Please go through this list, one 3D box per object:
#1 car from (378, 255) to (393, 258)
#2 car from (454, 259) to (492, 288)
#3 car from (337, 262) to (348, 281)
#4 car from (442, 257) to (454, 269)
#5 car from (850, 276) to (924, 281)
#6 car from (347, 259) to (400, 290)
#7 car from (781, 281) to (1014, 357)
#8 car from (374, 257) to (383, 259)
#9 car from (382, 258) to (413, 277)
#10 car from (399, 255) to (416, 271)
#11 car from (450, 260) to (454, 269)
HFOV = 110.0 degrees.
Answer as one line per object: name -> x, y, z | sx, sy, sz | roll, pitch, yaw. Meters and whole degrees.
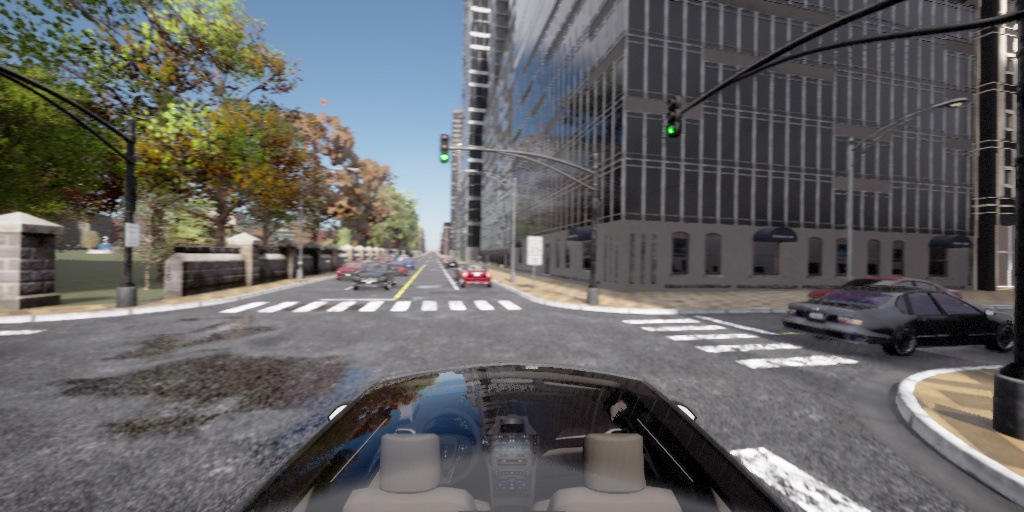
car -> -15.576, 0.769, 43.826 | 2.192, 1.841, 5.009 | 0, 0, -12
car -> -2.531, 1.153, 23.417 | 1.967, 1.591, 4.097 | 0, 0, -12
car -> -11.931, 1.065, 27.171 | 1.888, 1.381, 4.507 | 0, 0, -12
car -> -8.604, 1.169, 51.165 | 1.948, 1.339, 4.313 | 0, 0, -12
car -> 12.842, 1.458, 12.463 | 5.008, 1.535, 1.882 | 1, 0, -11
car -> -7.876, 1.104, 20.839 | 1.837, 1.490, 4.892 | 1, 0, -12
car -> 9.370, 1.452, 8.639 | 5.357, 1.411, 2.033 | 1, 0, -11
car -> -13.146, 1.049, 32.723 | 2.007, 1.370, 4.403 | 0, 0, -12
car -> -10.449, 1.119, 32.626 | 1.994, 1.385, 4.181 | 1, 0, -12
car -> -13.171, 1.032, 45.131 | 1.812, 1.442, 4.674 | 1, 1, -12
car -> -3.746, 1.258, 28.966 | 1.948, 1.339, 4.313 | 0, 0, -12
